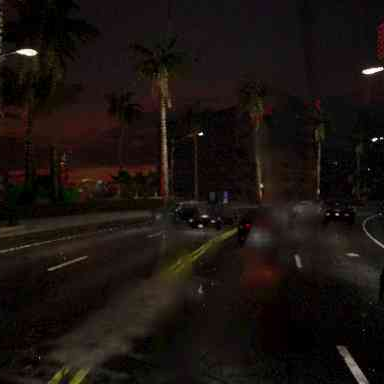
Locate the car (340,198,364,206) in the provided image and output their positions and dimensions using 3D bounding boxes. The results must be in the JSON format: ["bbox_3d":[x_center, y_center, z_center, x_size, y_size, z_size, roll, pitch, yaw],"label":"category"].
[{"bbox_3d":[26.718,1.713,54.893,4.181,1.385,1.994,0,0,-45],"label":"car"}]

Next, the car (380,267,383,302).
[{"bbox_3d":[4.211,1.518,4.257,2.128,1.511,4.902,0,0,7],"label":"car"}]

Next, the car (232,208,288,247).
[{"bbox_3d":[3.314,1.520,15.422,1.837,1.490,4.892,0,0,18],"label":"car"}]

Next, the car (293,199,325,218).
[{"bbox_3d":[10.890,1.583,31.305,1.812,1.442,4.674,0,0,32],"label":"car"}]

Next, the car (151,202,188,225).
[{"bbox_3d":[-1.151,1.474,23.827,2.128,1.511,4.902,0,0,24],"label":"car"}]

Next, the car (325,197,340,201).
[{"bbox_3d":[24.085,1.609,57.199,5.008,1.535,1.882,0,0,-45],"label":"car"}]

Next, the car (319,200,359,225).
[{"bbox_3d":[11.218,1.610,25.138,2.033,1.411,5.357,0,0,29],"label":"car"}]

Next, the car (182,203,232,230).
[{"bbox_3d":[1.491,1.548,21.337,2.033,1.411,5.357,0,0,22],"label":"car"}]
